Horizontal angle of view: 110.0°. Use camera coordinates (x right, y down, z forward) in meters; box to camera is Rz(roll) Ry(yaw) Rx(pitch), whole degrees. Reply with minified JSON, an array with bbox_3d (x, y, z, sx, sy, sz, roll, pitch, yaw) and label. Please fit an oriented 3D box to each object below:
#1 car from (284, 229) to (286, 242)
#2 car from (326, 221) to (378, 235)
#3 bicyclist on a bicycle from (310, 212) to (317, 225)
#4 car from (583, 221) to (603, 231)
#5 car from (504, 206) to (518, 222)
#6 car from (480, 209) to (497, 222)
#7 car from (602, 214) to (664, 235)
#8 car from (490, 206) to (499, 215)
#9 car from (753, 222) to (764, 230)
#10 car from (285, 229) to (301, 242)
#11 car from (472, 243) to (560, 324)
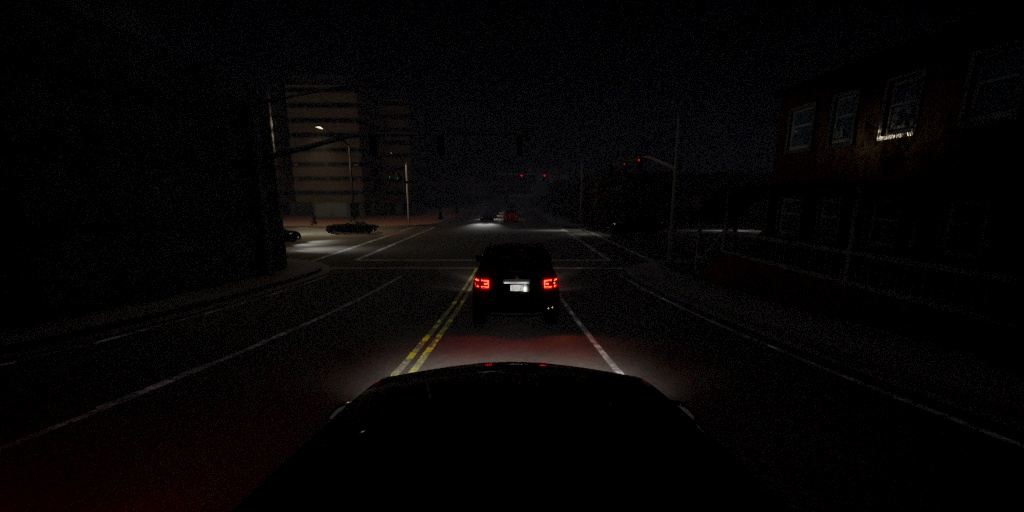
[{"bbox_3d":[-19.912,-1.229,26.164,4.902,1.511,2.128,0,10,0],"label":"car"},{"bbox_3d":[-16.390,-2.919,36.729,4.718,1.301,1.895,0,10,0],"label":"car"},{"bbox_3d":[-25.377,-4.780,45.835,0.582,1.620,1.656,0,10,0],"label":"bicyclist on a bicycle"},{"bbox_3d":[10.492,-3.504,40.237,4.718,1.301,1.895,0,10,1],"label":"car"},{"bbox_3d":[-0.096,-6.235,54.743,2.097,1.767,4.553,0,10,0],"label":"car"},{"bbox_3d":[-3.727,-5.875,54.102,1.895,1.301,4.718,0,10,0],"label":"car"},{"bbox_3d":[12.571,-3.271,36.615,5.566,2.045,2.150,0,10,-1],"label":"car"},{"bbox_3d":[-3.724,-7.443,62.849,1.812,1.442,4.674,0,10,0],"label":"car"},{"bbox_3d":[29.937,-3.480,40.148,4.718,1.301,1.895,0,10,0],"label":"car"},{"bbox_3d":[-20.106,-1.803,29.609,4.892,1.490,1.837,0,10,0],"label":"car"},{"bbox_3d":[0.063,0.603,10.723,2.150,2.045,5.566,0,4,-1],"label":"car"}]
